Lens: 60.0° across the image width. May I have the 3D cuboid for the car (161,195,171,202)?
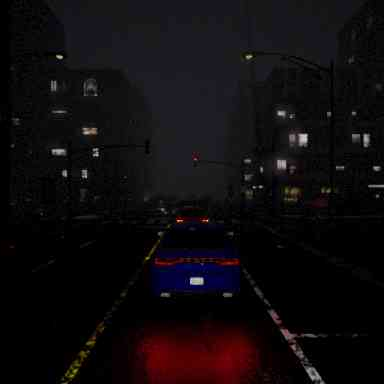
[{"bbox_3d":[-5.771,1.470,74.513,1.967,1.590,4.097,0,0,0],"label":"car"}]

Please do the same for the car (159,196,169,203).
[{"bbox_3d":[-5.765,1.550,68.660,1.752,1.417,4.829,0,0,0],"label":"car"}]

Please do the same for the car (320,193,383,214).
[{"bbox_3d":[14.663,1.029,29.743,5.009,1.841,2.192,-1,1,-1],"label":"car"}]

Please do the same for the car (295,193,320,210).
[{"bbox_3d":[14.519,1.014,38.121,5.009,1.841,2.192,-1,1,-1],"label":"car"}]

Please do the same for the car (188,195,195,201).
[{"bbox_3d":[-0.097,1.522,90.366,1.882,1.535,5.008,0,0,0],"label":"car"}]

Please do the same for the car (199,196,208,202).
[{"bbox_3d":[2.610,1.612,74.524,1.802,1.307,4.206,0,0,0],"label":"car"}]

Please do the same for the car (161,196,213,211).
[{"bbox_3d":[-0.509,1.487,35.403,4.892,1.490,1.837,-1,0,-1],"label":"car"}]

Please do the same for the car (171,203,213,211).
[{"bbox_3d":[0.079,1.526,17.894,1.812,1.442,4.674,0,0,1],"label":"car"}]

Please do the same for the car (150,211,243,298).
[{"bbox_3d":[0.094,1.477,8.554,1.882,1.535,5.008,0,0,0],"label":"car"}]

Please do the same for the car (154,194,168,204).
[{"bbox_3d":[-5.759,1.336,63.148,2.192,1.841,5.009,0,0,0],"label":"car"}]

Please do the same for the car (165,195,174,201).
[{"bbox_3d":[-5.783,1.480,85.878,1.967,1.590,4.097,0,0,0],"label":"car"}]

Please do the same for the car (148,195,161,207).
[{"bbox_3d":[-5.746,1.580,51.783,1.947,1.339,4.313,0,0,0],"label":"car"}]

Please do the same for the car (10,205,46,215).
[{"bbox_3d":[-16.709,1.888,32.043,4.718,1.301,1.895,-1,0,-1],"label":"car"}]

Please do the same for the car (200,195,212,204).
[{"bbox_3d":[2.622,1.461,63.159,1.967,1.590,4.097,0,0,0],"label":"car"}]

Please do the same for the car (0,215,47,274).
[{"bbox_3d":[-5.750,1.582,9.759,1.802,1.307,4.206,0,0,0],"label":"car"}]

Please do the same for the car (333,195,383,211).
[{"bbox_3d":[17.946,1.144,35.585,4.892,1.490,1.837,-1,0,-1],"label":"car"}]

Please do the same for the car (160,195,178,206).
[{"bbox_3d":[-3.133,1.560,49.154,2.033,1.411,5.357,0,0,-1],"label":"car"}]

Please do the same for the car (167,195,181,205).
[{"bbox_3d":[-3.142,1.370,58.636,2.097,1.767,4.553,0,0,0],"label":"car"}]

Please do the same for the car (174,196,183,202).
[{"bbox_3d":[-3.086,1.621,78.483,1.895,1.301,4.718,0,0,0],"label":"car"}]

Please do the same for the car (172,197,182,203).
[{"bbox_3d":[-3.084,1.626,68.144,1.895,1.301,4.718,0,0,0],"label":"car"}]
